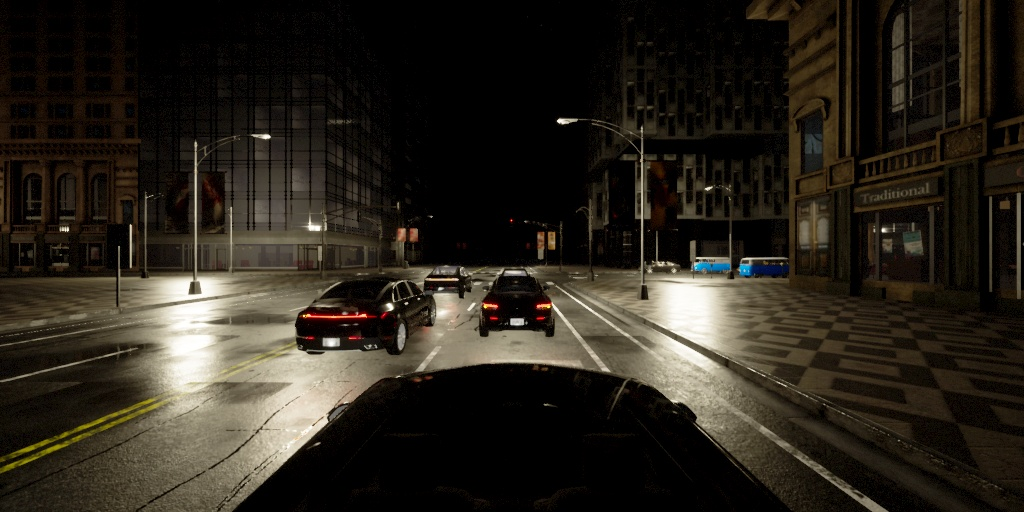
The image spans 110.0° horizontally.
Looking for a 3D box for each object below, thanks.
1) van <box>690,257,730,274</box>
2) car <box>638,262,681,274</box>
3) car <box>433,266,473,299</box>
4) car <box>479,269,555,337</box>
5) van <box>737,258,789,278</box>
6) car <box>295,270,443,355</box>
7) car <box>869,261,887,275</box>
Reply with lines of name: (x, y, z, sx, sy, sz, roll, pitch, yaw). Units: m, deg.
van: (21.604, 1.042, 38.857, 3.998, 1.789, 1.690, 0, 0, 0)
car: (15.985, 1.263, 38.898, 4.403, 1.370, 2.007, 0, 0, 0)
car: (-3.104, 1.241, 18.067, 2.128, 1.511, 4.902, 0, 0, 0)
car: (0.124, 1.276, 10.147, 1.812, 1.442, 4.674, 0, 0, 0)
van: (21.544, 1.032, 30.332, 3.998, 1.789, 1.690, 0, 0, 0)
car: (-3.133, 1.255, 8.652, 1.837, 1.490, 4.892, 0, 0, 0)
car: (32.781, 1.252, 30.251, 4.207, 1.307, 1.802, 0, 0, 0)
